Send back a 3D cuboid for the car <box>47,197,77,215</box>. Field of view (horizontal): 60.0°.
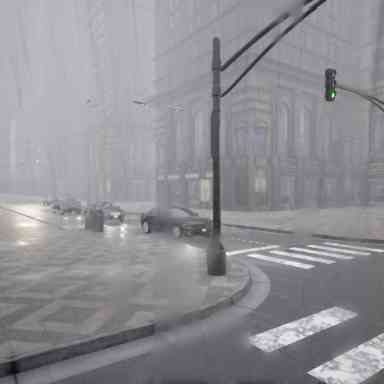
[{"bbox_3d":[-12.954,1.518,34.131,2.033,1.411,5.357,0,0,-35],"label":"car"}]

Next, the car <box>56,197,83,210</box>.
[{"bbox_3d":[-16.342,1.489,44.301,2.033,1.411,5.357,0,0,-35],"label":"car"}]

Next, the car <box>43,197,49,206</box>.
[{"bbox_3d":[-21.983,1.446,52.116,1.812,1.442,4.674,0,0,-35],"label":"car"}]

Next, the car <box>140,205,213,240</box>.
[{"bbox_3d":[-0.894,1.470,17.211,1.882,1.535,5.008,0,0,-36],"label":"car"}]

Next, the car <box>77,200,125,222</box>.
[{"bbox_3d":[-6.807,1.480,25.499,2.128,1.511,4.902,0,0,-36],"label":"car"}]
